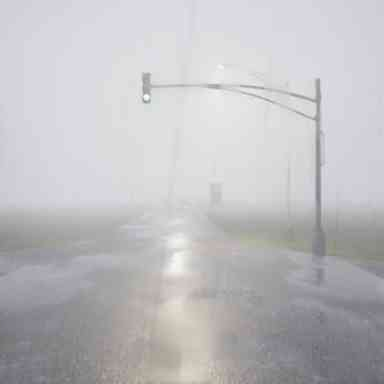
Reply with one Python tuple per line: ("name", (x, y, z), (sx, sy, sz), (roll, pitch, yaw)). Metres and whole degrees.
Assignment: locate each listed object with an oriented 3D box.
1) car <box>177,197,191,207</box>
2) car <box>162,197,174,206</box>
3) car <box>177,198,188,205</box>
("car", (-1.334, 1.589, 55.156), (2.097, 1.767, 4.553), (0, 0, -3))
("car", (-4.301, 1.634, 59.265), (2.097, 1.767, 4.553), (0, 0, -3))
("car", (-1.887, 1.901, 65.232), (1.895, 1.301, 4.718), (0, 0, -4))
